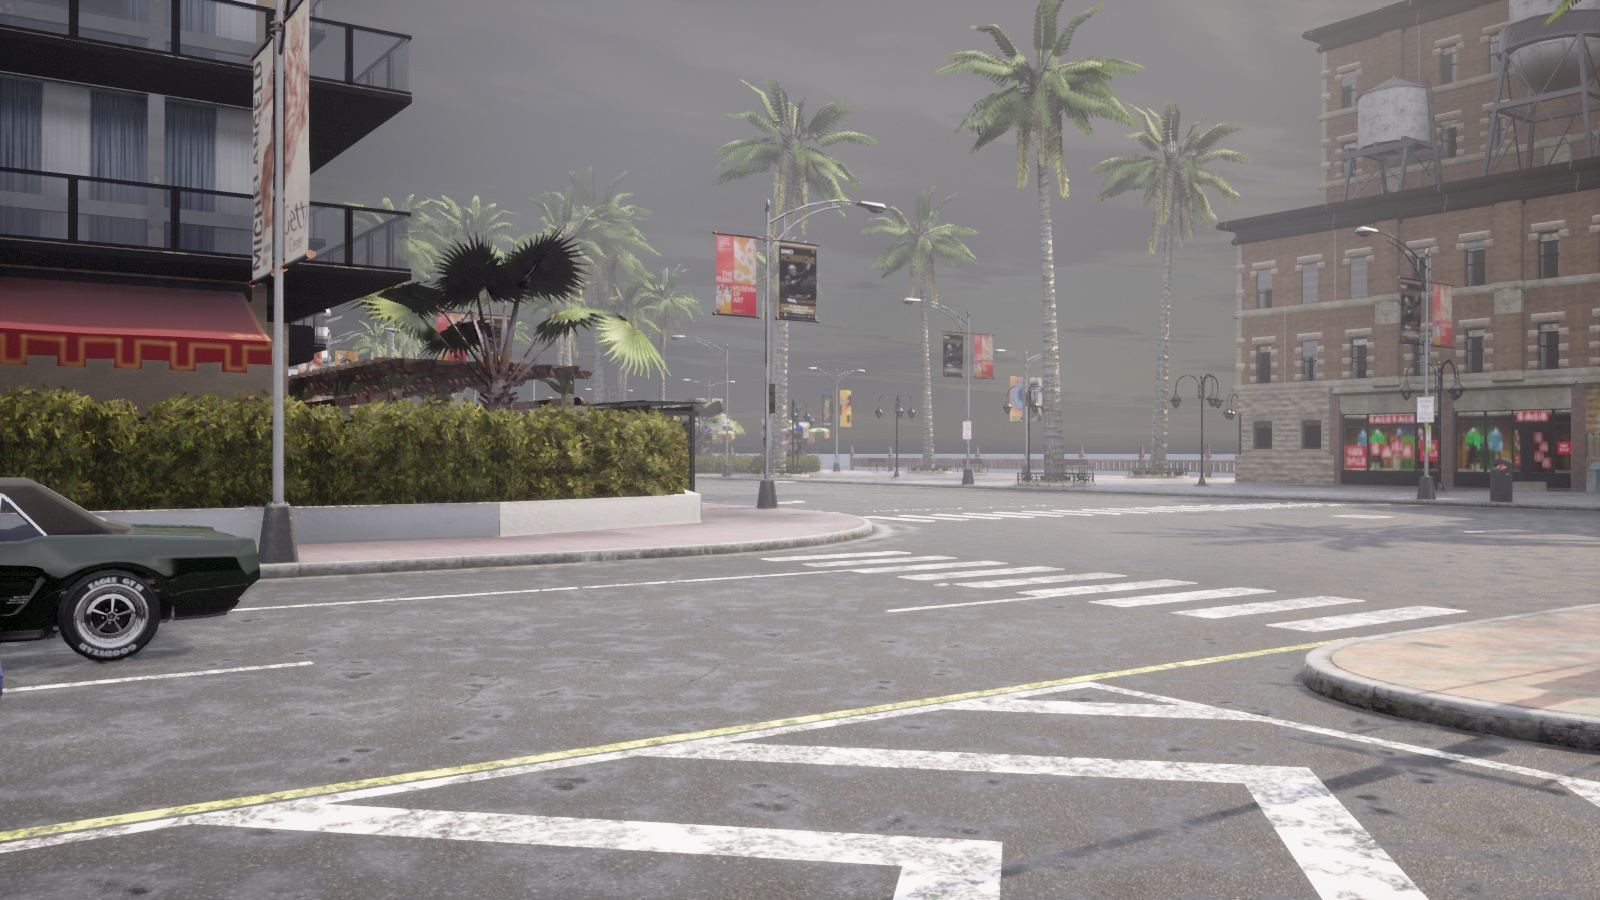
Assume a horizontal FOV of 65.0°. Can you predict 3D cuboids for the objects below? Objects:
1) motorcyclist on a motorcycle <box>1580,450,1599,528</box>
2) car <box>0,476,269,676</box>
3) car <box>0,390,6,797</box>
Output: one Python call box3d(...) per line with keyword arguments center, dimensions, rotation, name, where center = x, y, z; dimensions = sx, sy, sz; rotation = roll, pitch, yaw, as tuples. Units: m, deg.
box3d(center=(16.038, 0.751, 23.916), dimensions=(0.797, 1.523, 2.044), rotation=(-1, 0, -11), name="motorcyclist on a motorcycle")
box3d(center=(-6.481, 0.881, 8.894), dimensions=(4.718, 1.301, 1.895), rotation=(0, 0, -35), name="car")
box3d(center=(-5.925, 0.628, 5.020), dimensions=(4.553, 1.767, 2.097), rotation=(0, 0, -35), name="car")
